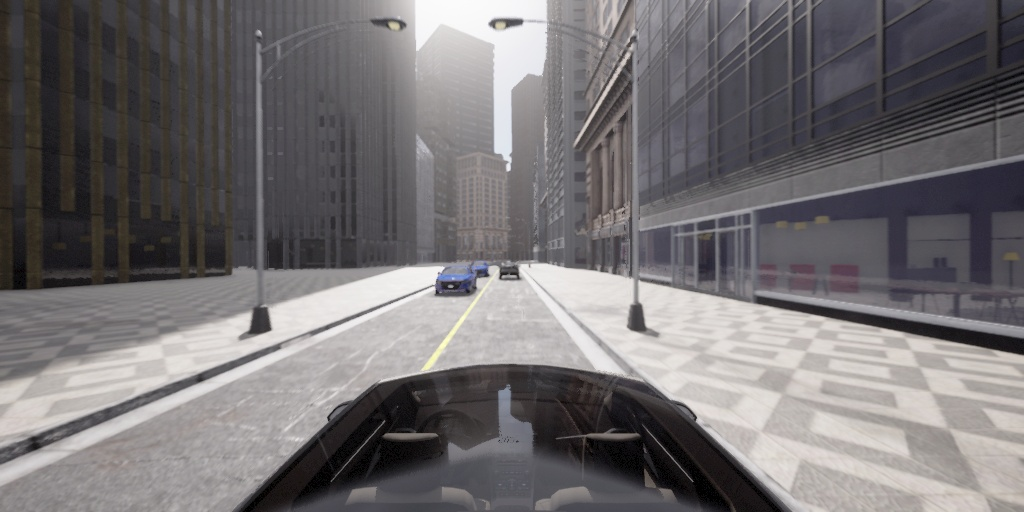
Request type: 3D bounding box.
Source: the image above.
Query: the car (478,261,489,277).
[{"bbox_3d":[-3.302,1.234,36.008,1.882,1.535,5.008,0,0,-1],"label":"car"}]

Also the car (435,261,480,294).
[{"bbox_3d":[-3.160,1.279,20.808,1.882,1.535,5.008,0,0,-1],"label":"car"}]

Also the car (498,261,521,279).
[{"bbox_3d":[-0.233,1.244,32.655,1.837,1.490,4.892,0,0,0],"label":"car"}]
